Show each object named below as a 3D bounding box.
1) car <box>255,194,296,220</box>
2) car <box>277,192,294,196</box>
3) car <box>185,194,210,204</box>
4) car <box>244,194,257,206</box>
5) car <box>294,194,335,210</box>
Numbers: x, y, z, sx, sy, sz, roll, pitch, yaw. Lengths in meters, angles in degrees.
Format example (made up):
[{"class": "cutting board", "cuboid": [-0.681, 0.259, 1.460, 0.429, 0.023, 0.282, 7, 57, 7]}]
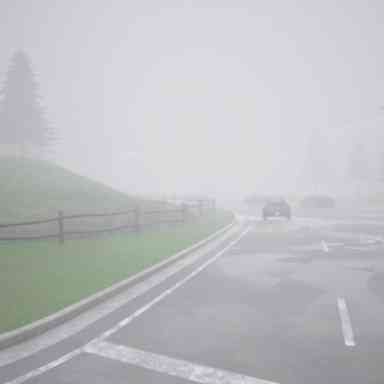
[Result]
[{"class": "car", "cuboid": [5.987, 1.182, 24.334, 2.128, 1.511, 4.902, -1, 1, 8]}, {"class": "car", "cuboid": [14.501, 0.778, 53.379, 1.882, 1.535, 5.008, -1, 1, -26]}, {"class": "car", "cuboid": [0.807, 1.035, 49.146, 1.837, 1.490, 4.892, 1, 0, -30]}, {"class": "car", "cuboid": [8.105, 0.981, 41.146, 1.882, 1.535, 5.008, 0, 0, -16]}, {"class": "car", "cuboid": [12.947, 0.974, 34.802, 1.882, 1.535, 5.008, 0, 1, -7]}]
